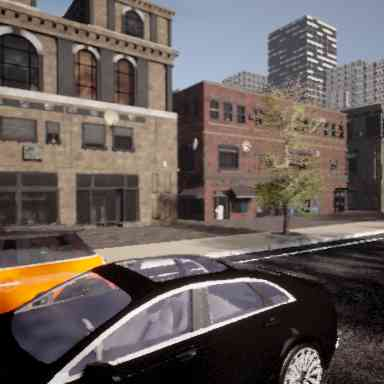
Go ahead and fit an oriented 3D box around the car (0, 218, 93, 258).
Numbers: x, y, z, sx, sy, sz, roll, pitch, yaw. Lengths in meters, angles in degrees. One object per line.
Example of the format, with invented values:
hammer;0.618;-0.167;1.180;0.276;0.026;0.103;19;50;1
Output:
car;-3.568;1.352;5.129;4.553;1.767;2.097;0;0;-35

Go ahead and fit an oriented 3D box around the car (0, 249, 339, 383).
car;-0.522;1.491;3.310;4.902;1.511;2.128;0;0;-35
